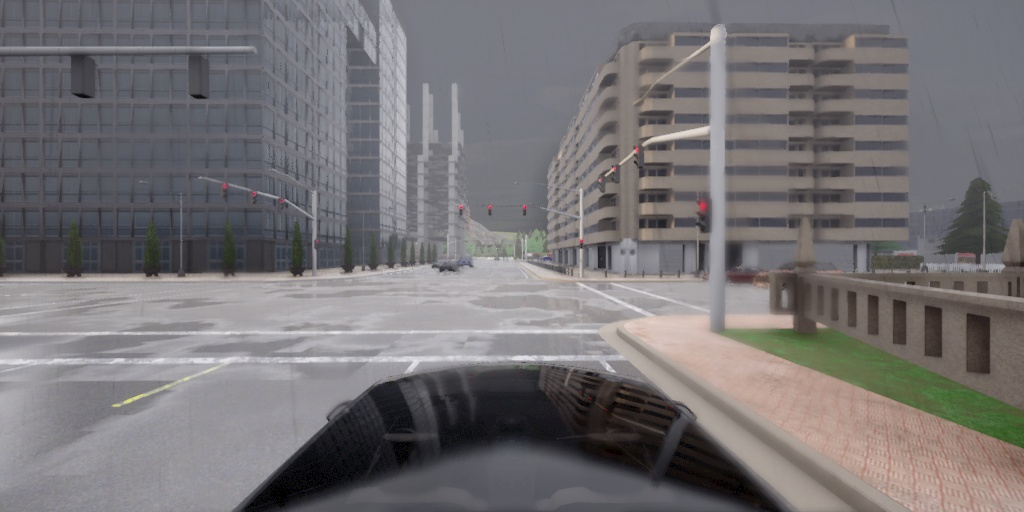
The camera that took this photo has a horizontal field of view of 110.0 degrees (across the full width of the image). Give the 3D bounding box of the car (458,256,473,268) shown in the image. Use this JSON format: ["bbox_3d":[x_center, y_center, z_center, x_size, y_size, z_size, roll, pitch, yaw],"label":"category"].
[{"bbox_3d":[-7.673,0.960,59.390,2.150,2.045,5.566,0,0,0],"label":"car"}]

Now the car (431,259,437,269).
[{"bbox_3d":[-11.052,1.243,54.826,1.837,1.490,4.892,0,0,-1],"label":"car"}]

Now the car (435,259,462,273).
[{"bbox_3d":[-7.516,1.341,42.986,1.895,1.301,4.718,0,0,-1],"label":"car"}]

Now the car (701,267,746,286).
[{"bbox_3d":[15.900,1.400,25.008,4.718,1.301,1.895,0,0,-1],"label":"car"}]

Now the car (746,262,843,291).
[{"bbox_3d":[17.145,1.152,21.527,4.553,1.767,2.097,0,0,-1],"label":"car"}]
